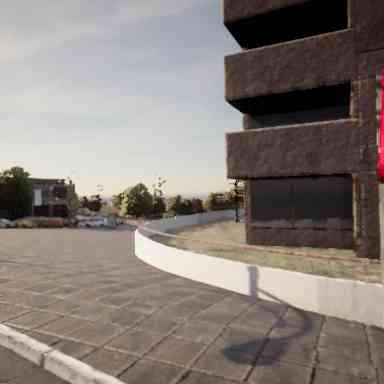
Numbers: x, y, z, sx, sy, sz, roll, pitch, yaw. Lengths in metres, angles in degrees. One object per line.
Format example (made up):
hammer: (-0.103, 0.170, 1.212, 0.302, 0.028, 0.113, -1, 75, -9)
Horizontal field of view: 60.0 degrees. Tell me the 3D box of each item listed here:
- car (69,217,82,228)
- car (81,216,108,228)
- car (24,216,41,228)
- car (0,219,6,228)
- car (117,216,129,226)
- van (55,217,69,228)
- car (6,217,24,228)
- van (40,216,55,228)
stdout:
car: (-23.828, 5.926, 61.829, 4.892, 1.521, 2.231, 0, -6, 5)
car: (-19.992, 6.538, 70.010, 5.566, 2.045, 2.435, 0, -6, 5)
car: (-27.891, 5.059, 53.688, 5.366, 1.575, 1.946, 0, -6, 5)
car: (-30.275, 4.524, 48.218, 4.674, 1.452, 2.002, 0, -6, 5)
car: (-19.961, 8.372, 91.708, 2.163, 1.488, 4.792, 0, 1, 10)
van: (-25.006, 5.413, 59.132, 4.442, 1.987, 1.878, 0, -6, 5)
car: (-29.000, 4.813, 50.949, 4.674, 1.452, 2.002, 0, -6, 5)
van: (-26.297, 5.124, 56.408, 4.442, 1.987, 1.878, 0, -6, 5)
